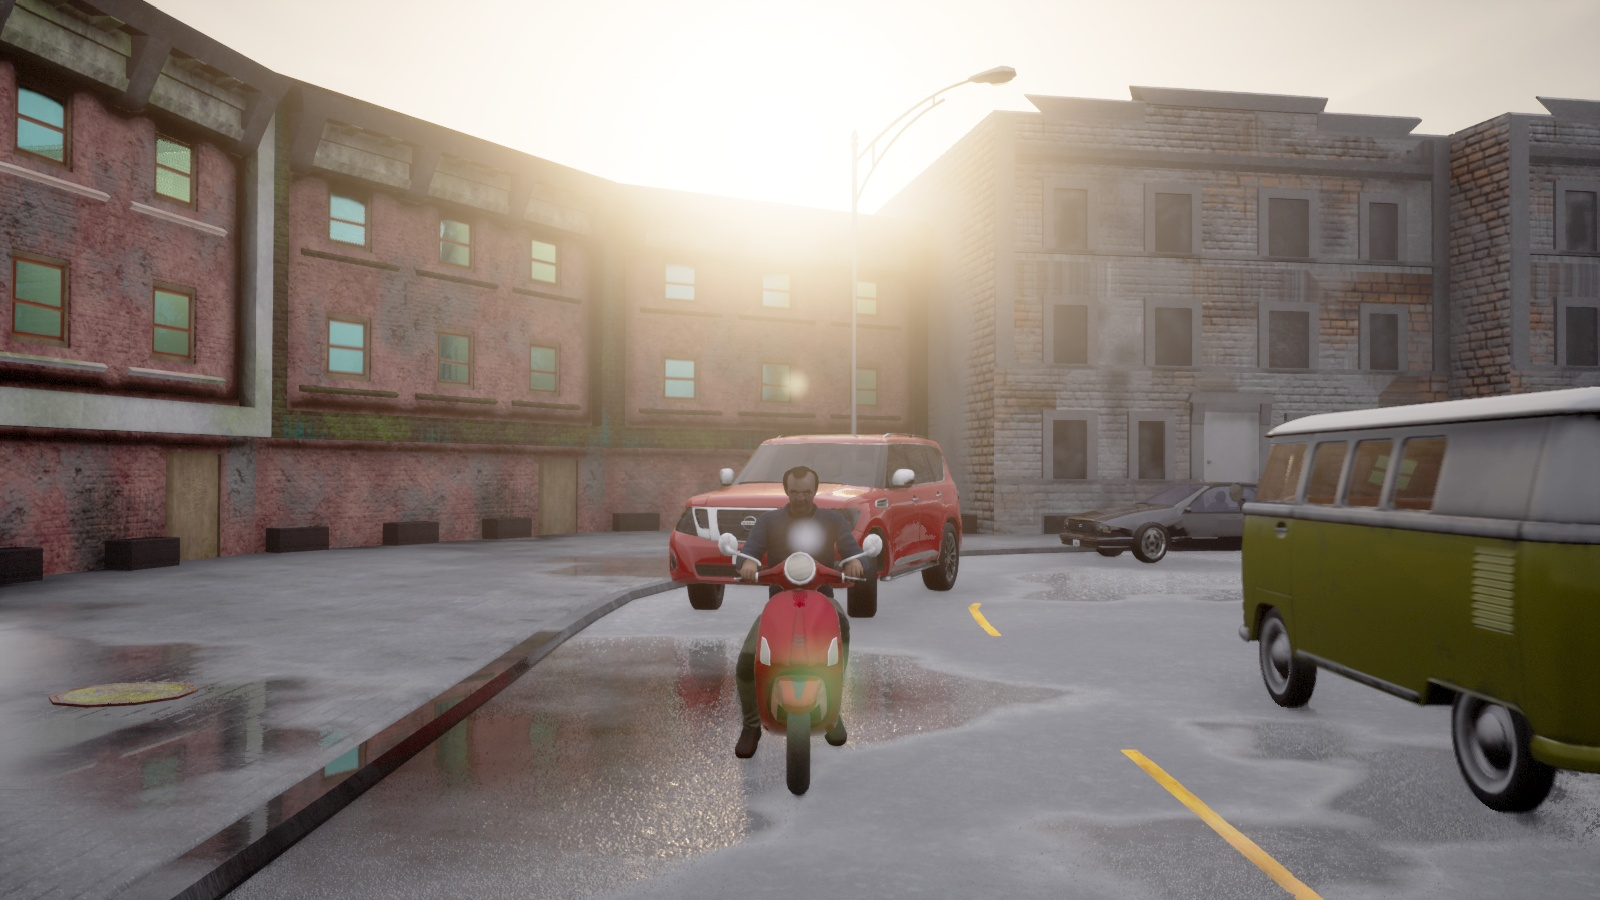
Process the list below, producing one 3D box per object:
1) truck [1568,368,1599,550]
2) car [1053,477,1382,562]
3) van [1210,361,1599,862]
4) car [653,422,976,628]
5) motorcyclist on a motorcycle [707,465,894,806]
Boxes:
[{"bbox_3d":[19.178,0.148,23.393,7.936,3.462,2.891,0,-1,0],"label":"truck"},{"bbox_3d":[7.528,1.216,22.841,5.357,1.411,2.033,0,-1,-11],"label":"car"},{"bbox_3d":[3.983,0.672,7.216,1.775,1.987,4.442,0,-1,0],"label":"van"},{"bbox_3d":[0.457,0.792,15.438,2.150,2.045,5.566,-1,-1,21],"label":"car"},{"bbox_3d":[0.009,0.882,6.778,0.866,1.590,1.817,0,-1,1],"label":"motorcyclist on a motorcycle"}]
